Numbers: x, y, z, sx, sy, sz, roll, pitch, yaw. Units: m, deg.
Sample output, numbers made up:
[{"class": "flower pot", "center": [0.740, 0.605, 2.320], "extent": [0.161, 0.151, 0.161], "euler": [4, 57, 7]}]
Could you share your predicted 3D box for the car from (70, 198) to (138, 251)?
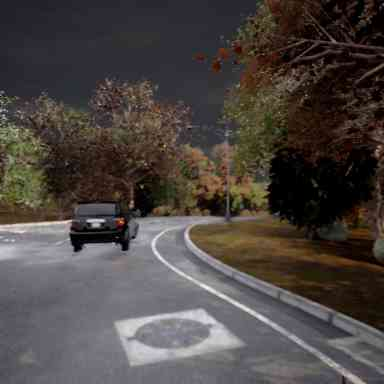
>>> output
[{"class": "car", "center": [-3.722, 1.305, 14.775], "extent": [2.150, 2.045, 5.566], "euler": [-1, 0, -5]}]

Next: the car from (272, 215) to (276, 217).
[{"class": "car", "center": [15.889, 4.081, 60.956], "extent": [2.128, 1.511, 4.902], "euler": [-1, -5, 27]}]
